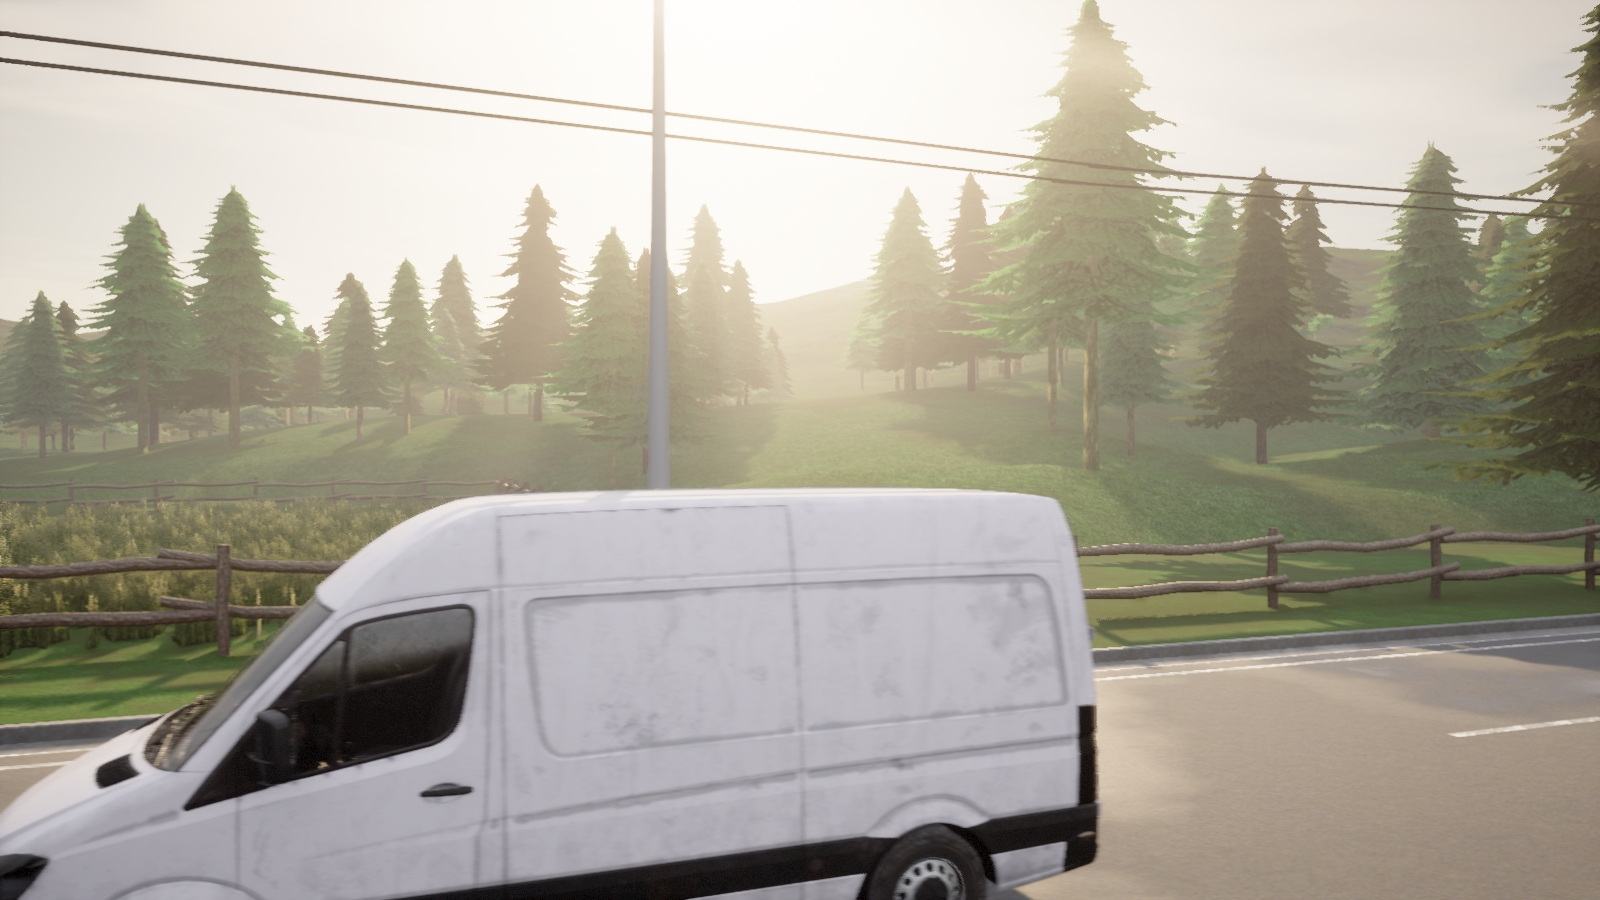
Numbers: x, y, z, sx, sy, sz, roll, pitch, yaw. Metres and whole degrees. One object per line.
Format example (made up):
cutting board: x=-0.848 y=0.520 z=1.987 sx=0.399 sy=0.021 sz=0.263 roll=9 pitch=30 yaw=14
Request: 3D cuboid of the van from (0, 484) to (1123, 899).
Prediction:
van: x=-1.238 y=1.534 z=6.577 sx=5.915 sy=2.561 sz=1.988 roll=0 pitch=0 yaw=-20
